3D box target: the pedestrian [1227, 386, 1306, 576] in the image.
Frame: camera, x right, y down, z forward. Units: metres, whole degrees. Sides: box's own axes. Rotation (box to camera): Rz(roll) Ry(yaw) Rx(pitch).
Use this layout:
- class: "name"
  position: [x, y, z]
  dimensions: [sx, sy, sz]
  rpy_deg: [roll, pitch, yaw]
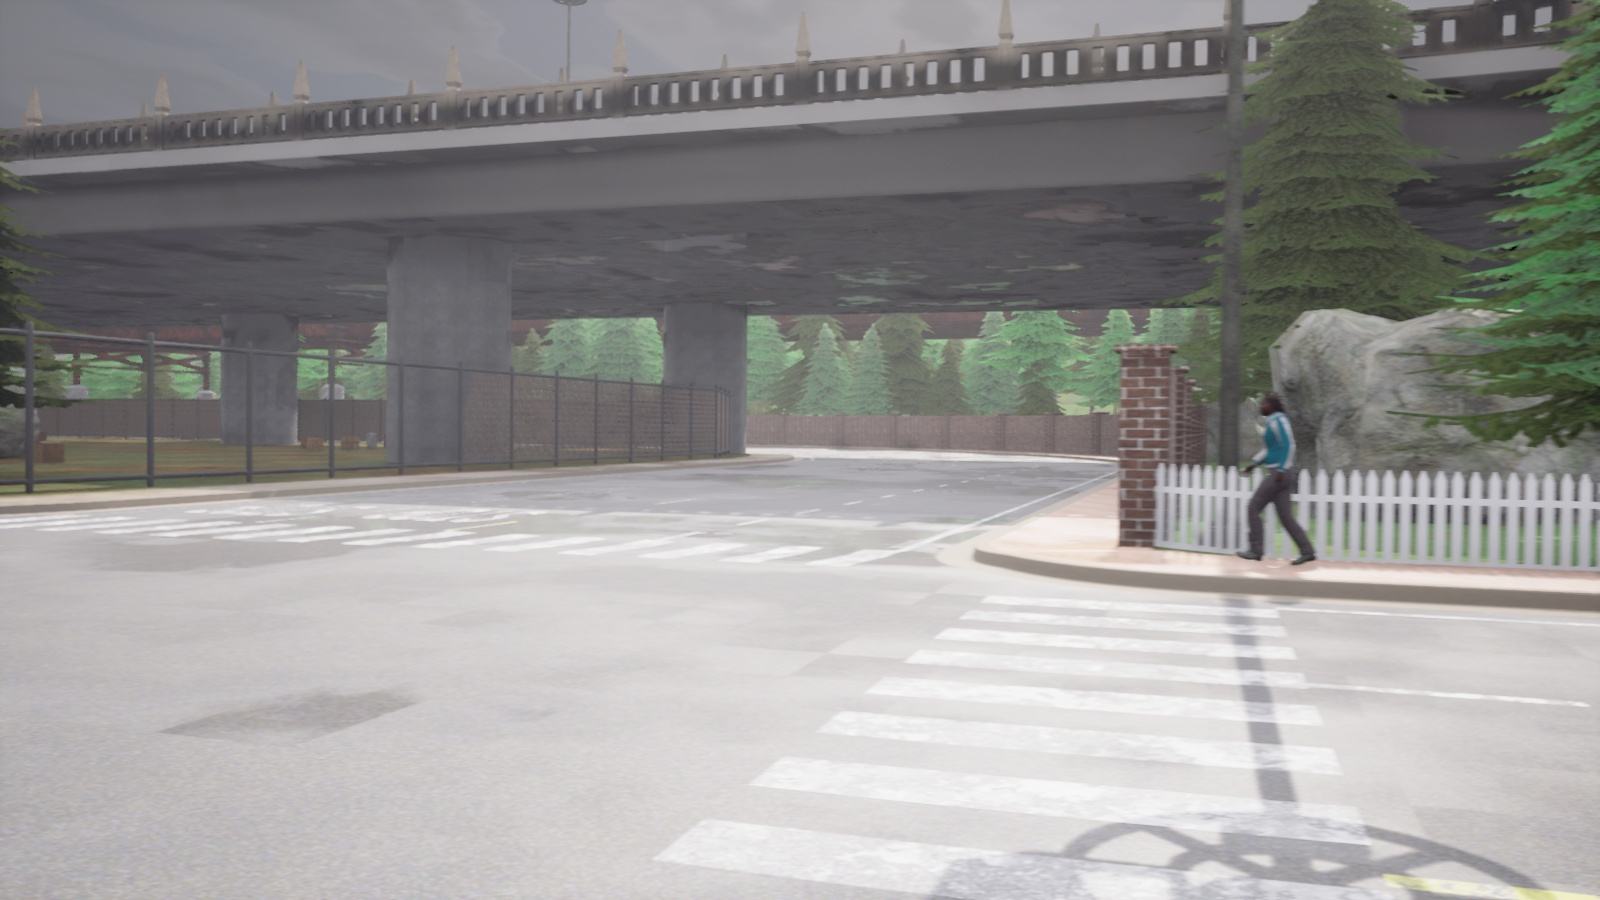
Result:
- class: "pedestrian"
  position: [4.869, 0.305, 13.105]
  dimensions: [0.692, 1.930, 0.396]
  rpy_deg: [2, 1, 24]
